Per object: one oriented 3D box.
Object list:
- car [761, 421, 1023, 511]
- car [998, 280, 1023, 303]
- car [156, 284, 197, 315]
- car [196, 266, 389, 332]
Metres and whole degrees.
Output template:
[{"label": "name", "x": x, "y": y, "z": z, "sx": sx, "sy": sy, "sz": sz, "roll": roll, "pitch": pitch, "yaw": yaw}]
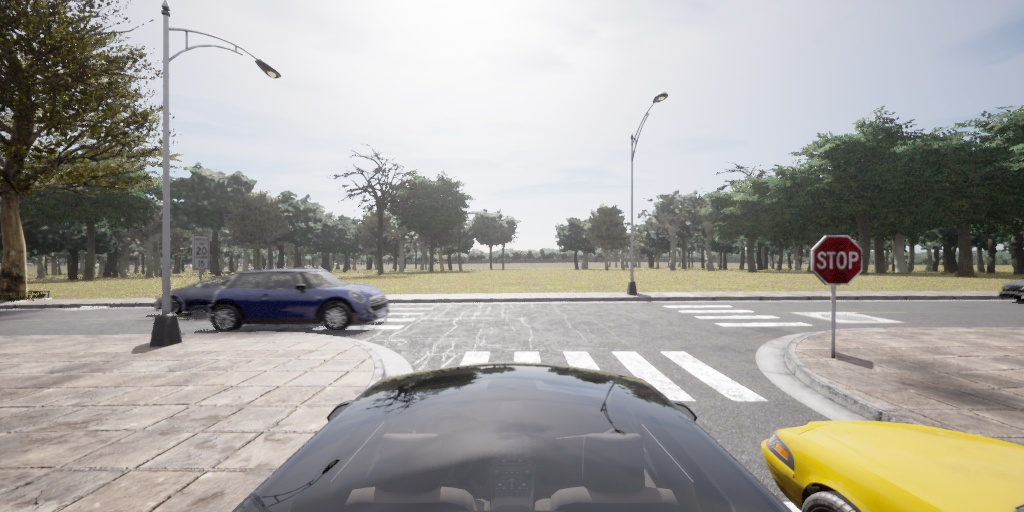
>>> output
[{"label": "car", "x": 2.627, "y": 1.275, "z": 0.572, "sx": 1.751, "sy": 1.417, "sz": 4.829, "roll": 0, "pitch": 0, "yaw": 0}, {"label": "car", "x": 21.754, "y": 1.132, "z": 13.251, "sx": 5.357, "sy": 1.411, "sz": 2.033, "roll": 0, "pitch": 0, "yaw": 1}, {"label": "car", "x": -10.835, "y": 1.429, "z": 13.659, "sx": 4.181, "sy": 1.385, "sz": 1.994, "roll": -1, "pitch": 0, "yaw": 1}, {"label": "car", "x": -6.110, "y": 1.151, "z": 10.649, "sx": 4.553, "sy": 1.767, "sz": 2.097, "roll": -1, "pitch": 0, "yaw": 1}]
